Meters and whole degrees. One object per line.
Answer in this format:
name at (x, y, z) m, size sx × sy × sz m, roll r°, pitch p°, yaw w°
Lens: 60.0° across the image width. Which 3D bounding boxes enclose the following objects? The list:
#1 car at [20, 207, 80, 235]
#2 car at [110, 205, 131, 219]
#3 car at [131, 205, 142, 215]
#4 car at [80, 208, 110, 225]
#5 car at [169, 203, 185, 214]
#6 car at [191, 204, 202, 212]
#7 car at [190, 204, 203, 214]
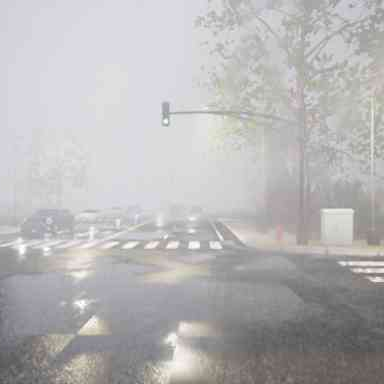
car at (-9.712, 1.881, 22.766) m, size 2.097 × 1.767 × 4.553 m, roll 0°, pitch -1°, yaw 1°
car at (-9.340, 2.514, 41.392) m, size 1.812 × 1.442 × 4.674 m, roll 0°, pitch -1°, yaw 1°
car at (-9.100, 2.757, 52.346) m, size 1.837 × 1.490 × 4.892 m, roll 0°, pitch -1°, yaw 2°
car at (-9.536, 2.275, 31.666) m, size 1.812 × 1.442 × 4.674 m, roll 0°, pitch -1°, yaw 1°
car at (-2.520, 2.786, 53.395) m, size 1.812 × 1.442 × 4.674 m, roll 0°, pitch -1°, yaw 1°
car at (0.926, 3.053, 63.362) m, size 1.994 × 1.385 × 4.181 m, roll 0°, pitch -1°, yaw 1°
car at (0.728, 2.813, 53.298) m, size 1.994 × 1.385 × 4.181 m, roll 0°, pitch -1°, yaw 1°
